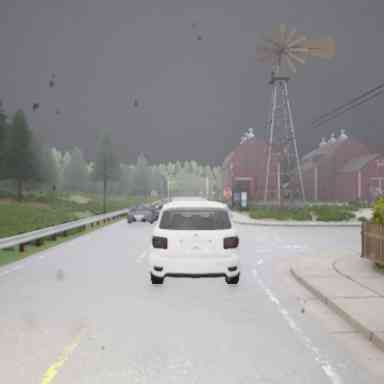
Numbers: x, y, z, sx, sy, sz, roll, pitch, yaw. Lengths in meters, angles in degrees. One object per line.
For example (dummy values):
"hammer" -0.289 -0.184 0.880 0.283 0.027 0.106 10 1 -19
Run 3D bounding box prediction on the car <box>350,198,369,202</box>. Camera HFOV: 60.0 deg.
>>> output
"car" 27.306 1.703 54.366 1.816 1.474 4.193 0 0 -1

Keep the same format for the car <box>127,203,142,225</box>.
"car" -3.646 1.580 25.078 2.128 1.511 4.902 0 0 -1

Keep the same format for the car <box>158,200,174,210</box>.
"car" -3.625 1.770 46.485 1.895 1.301 4.718 0 0 0

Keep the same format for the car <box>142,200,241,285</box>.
"car" 0.075 1.259 9.763 2.150 2.045 5.566 0 0 0
